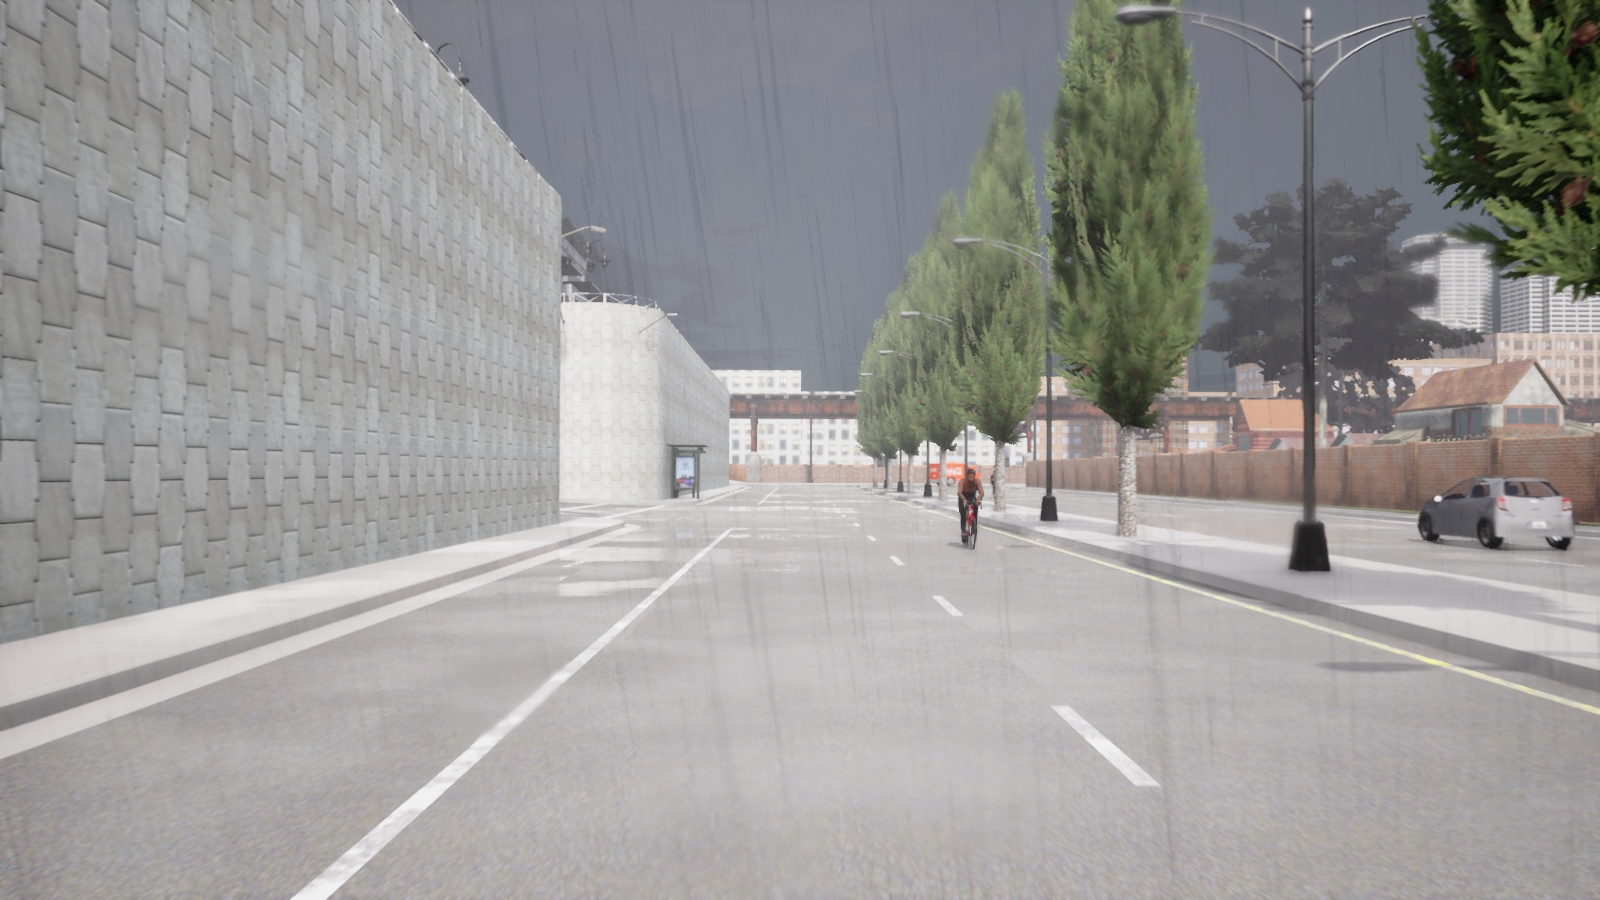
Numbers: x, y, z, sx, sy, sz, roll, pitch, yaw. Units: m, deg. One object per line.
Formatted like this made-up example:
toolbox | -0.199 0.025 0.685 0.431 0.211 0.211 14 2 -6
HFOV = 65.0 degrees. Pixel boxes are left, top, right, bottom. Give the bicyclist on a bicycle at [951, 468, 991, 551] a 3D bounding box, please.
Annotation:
bicyclist on a bicycle | 3.438 1.178 25.363 0.582 1.620 1.656 0 -1 0

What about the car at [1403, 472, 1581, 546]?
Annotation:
car | 14.934 1.227 27.341 1.845 1.501 3.633 0 -1 0
